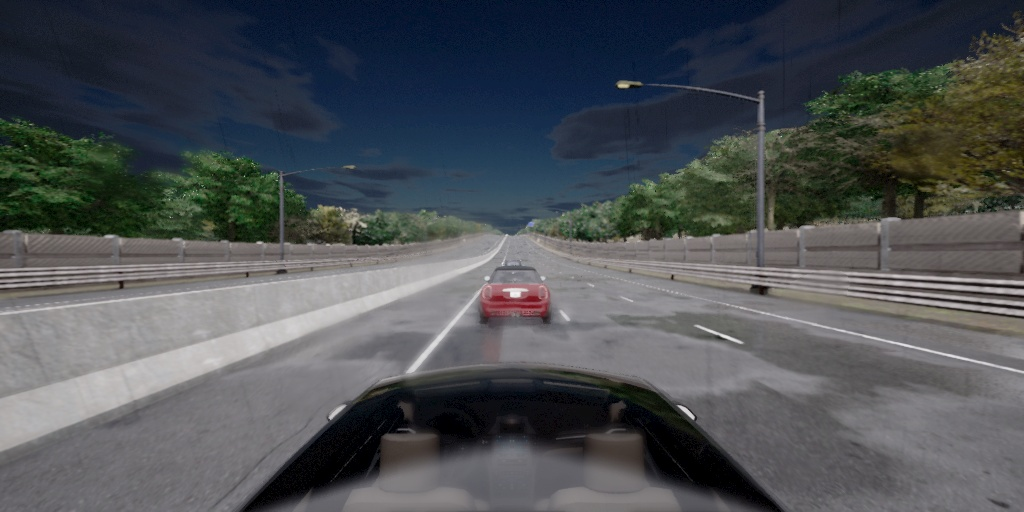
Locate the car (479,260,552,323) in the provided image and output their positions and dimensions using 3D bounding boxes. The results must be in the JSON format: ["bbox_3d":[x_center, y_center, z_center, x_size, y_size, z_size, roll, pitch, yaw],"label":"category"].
[{"bbox_3d":[0.103,1.088,12.159,2.097,1.767,4.553,0,0,0],"label":"car"}]
